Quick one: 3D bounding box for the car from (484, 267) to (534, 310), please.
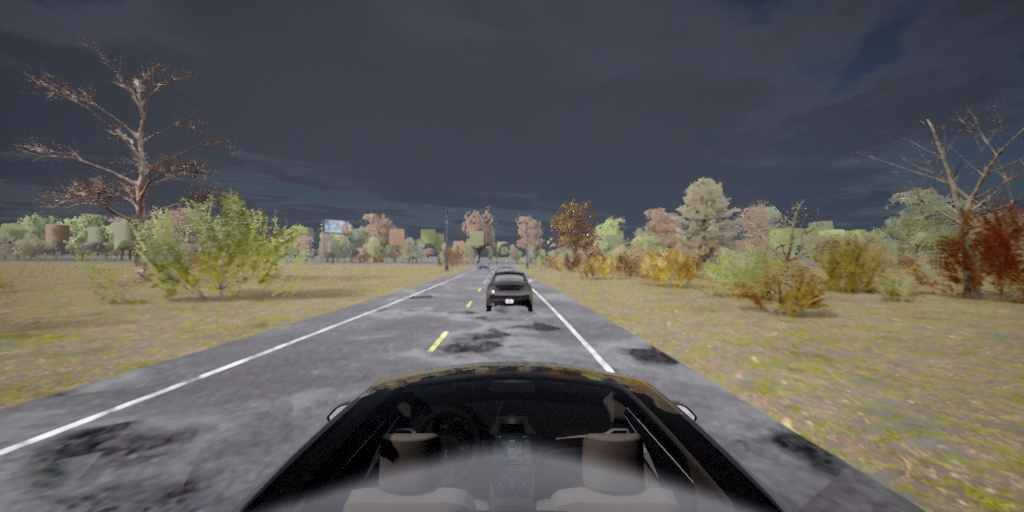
[{"bbox_3d":[-0.125,1.397,15.411,1.837,1.490,4.892,0,0,-1],"label":"car"}]

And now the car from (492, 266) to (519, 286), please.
[{"bbox_3d":[-0.552,1.572,29.458,2.033,1.411,5.357,0,-1,-2],"label":"car"}]
